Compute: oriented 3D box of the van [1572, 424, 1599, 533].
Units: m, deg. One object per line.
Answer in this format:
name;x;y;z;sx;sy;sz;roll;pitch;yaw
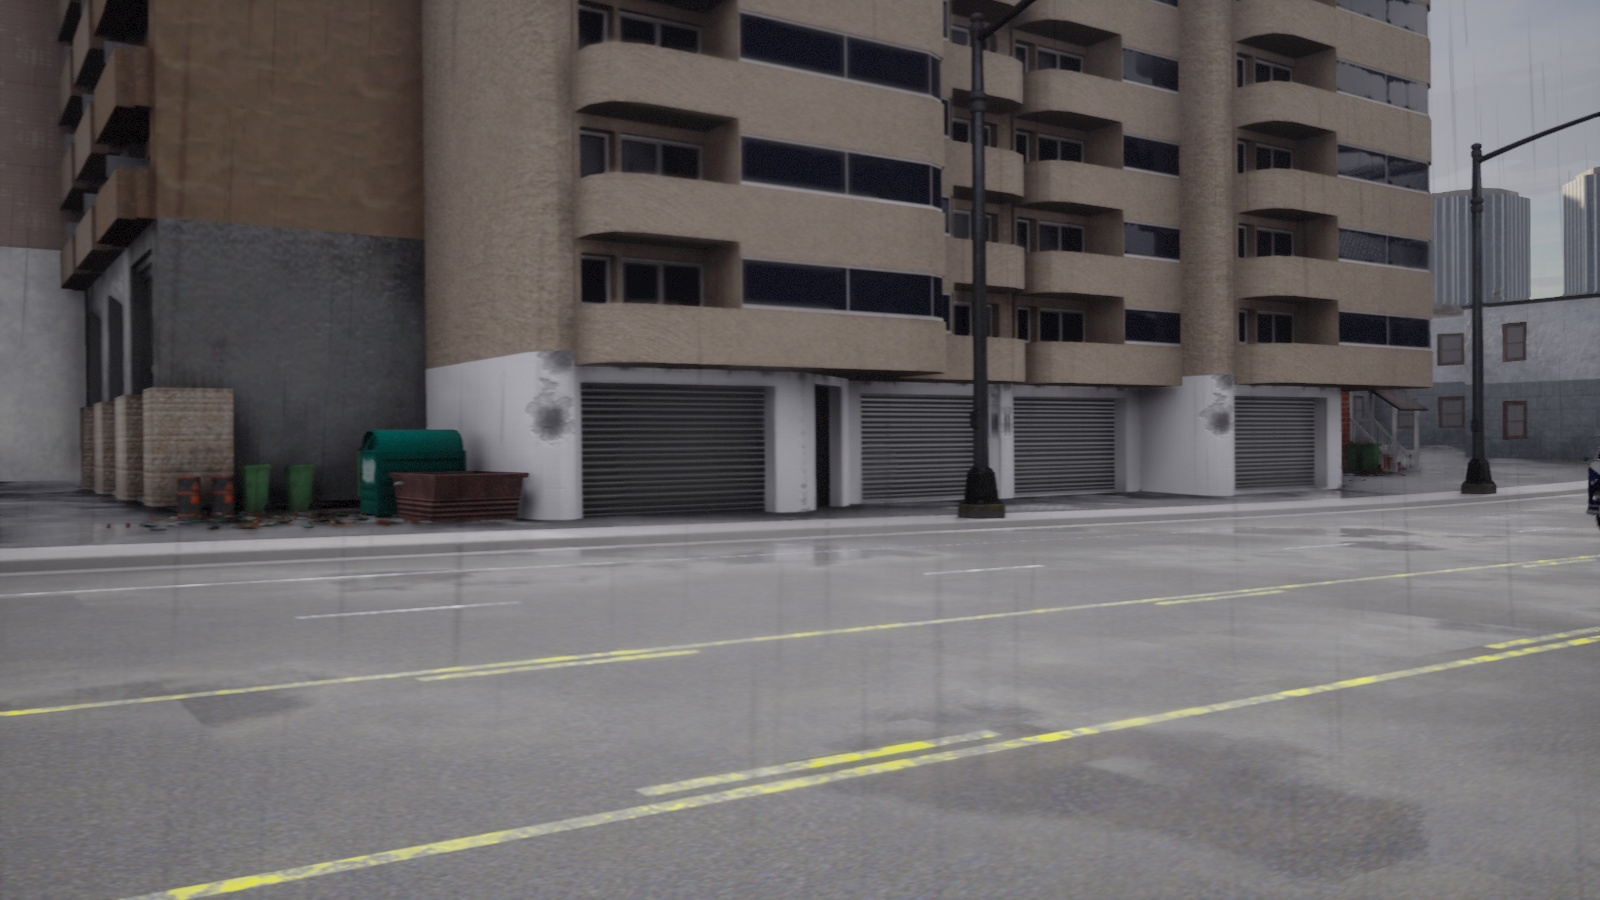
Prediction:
van;16.585;0.497;23.731;4.442;1.987;1.775;0;0;-35
